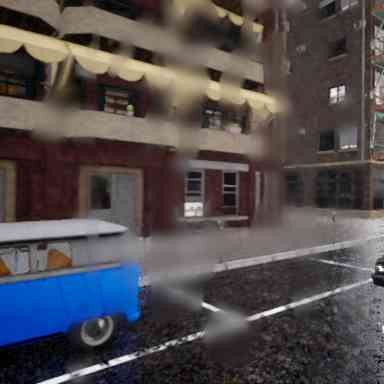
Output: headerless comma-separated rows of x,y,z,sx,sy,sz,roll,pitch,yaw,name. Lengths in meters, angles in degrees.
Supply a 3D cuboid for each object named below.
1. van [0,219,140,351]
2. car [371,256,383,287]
-2.702,1.339,4.609,3.998,1.788,1.690,0,1,-36,van
6.419,1.486,7.862,5.357,1.411,2.033,0,0,-35,car
